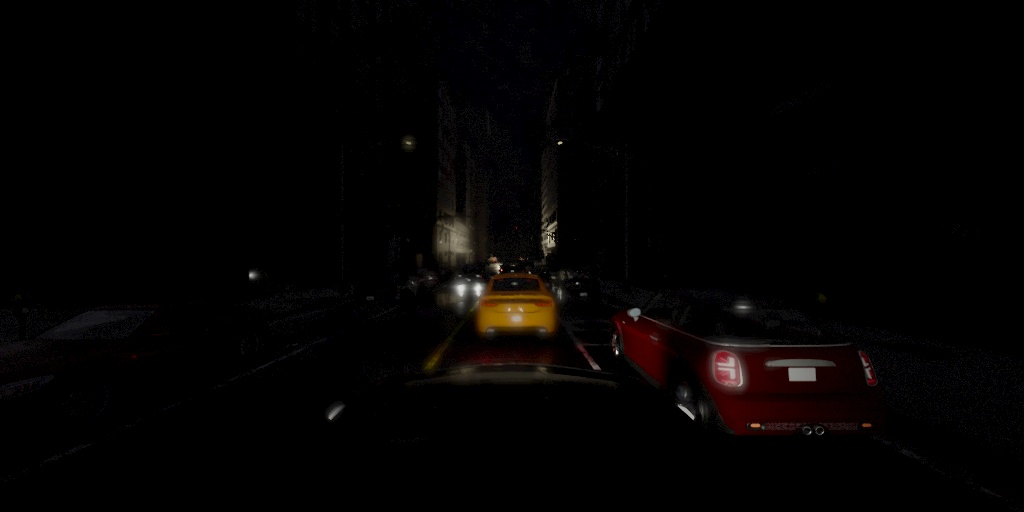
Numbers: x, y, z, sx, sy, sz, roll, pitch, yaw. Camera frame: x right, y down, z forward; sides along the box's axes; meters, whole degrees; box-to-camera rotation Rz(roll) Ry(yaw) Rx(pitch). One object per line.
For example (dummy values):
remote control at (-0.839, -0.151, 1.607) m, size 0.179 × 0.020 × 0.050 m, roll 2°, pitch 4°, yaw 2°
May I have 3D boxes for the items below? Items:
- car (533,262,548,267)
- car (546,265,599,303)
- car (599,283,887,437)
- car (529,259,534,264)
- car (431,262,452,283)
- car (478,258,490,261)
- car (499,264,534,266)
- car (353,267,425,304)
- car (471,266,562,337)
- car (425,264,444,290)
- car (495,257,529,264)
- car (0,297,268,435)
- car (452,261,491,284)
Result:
car at (2.891, 1.314, 27.474) m, size 1.948 × 1.339 × 4.313 m, roll 0°, pitch 0°, yaw 0°
car at (2.876, 1.298, 16.472) m, size 2.007 × 1.370 × 4.403 m, roll 0°, pitch 0°, yaw 0°
car at (2.861, 1.189, 5.469) m, size 1.967 × 1.591 × 4.097 m, roll 0°, pitch 0°, yaw 0°
car at (2.976, 1.221, 64.563) m, size 1.967 × 1.591 × 4.097 m, roll 0°, pitch 0°, yaw 0°
car at (-5.634, 1.188, 27.486) m, size 1.967 × 1.591 × 4.097 m, roll 0°, pitch 0°, yaw 0°
car at (-5.549, 1.363, 64.588) m, size 1.802 × 1.307 × 4.207 m, roll 0°, pitch 0°, yaw 0°
car at (0.124, 1.312, 19.344) m, size 1.994 × 1.385 × 4.181 m, roll 0°, pitch 0°, yaw 0°
car at (-5.649, 1.314, 16.484) m, size 1.948 × 1.339 × 4.313 m, roll 0°, pitch 0°, yaw 0°
car at (0.109, 1.226, 10.356) m, size 1.882 × 1.535 × 5.008 m, roll 0°, pitch 0°, yaw 0°
car at (-5.642, 1.330, 21.985) m, size 1.802 × 1.307 × 4.207 m, roll 0°, pitch 0°, yaw 0°
car at (0.065, 1.100, 28.076) m, size 2.097 × 1.767 × 4.553 m, roll 0°, pitch 0°, yaw 1°
car at (-5.664, 1.331, 5.481) m, size 1.802 × 1.307 × 4.207 m, roll 0°, pitch 0°, yaw 0°
car at (-2.974, 1.296, 27.582) m, size 2.033 × 1.411 × 5.357 m, roll 0°, pitch 0°, yaw 0°
